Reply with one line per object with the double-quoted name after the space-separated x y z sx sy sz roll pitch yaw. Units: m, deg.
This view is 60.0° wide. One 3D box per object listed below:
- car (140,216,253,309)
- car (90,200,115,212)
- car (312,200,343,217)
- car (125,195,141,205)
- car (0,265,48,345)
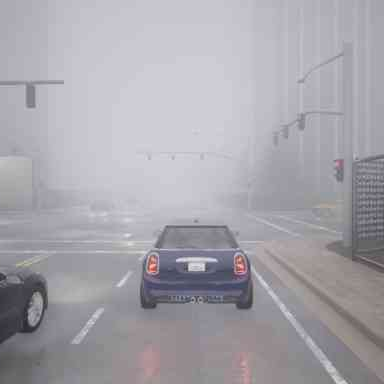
0.096 1.352 8.028 2.097 1.767 4.553 0 0 0 "car"
-10.515 1.601 39.196 1.895 1.301 4.718 0 0 0 "car"
13.330 1.422 29.747 5.008 1.535 1.882 0 0 0 "car"
-10.443 1.351 58.863 2.097 1.767 4.553 0 0 0 "car"
-3.431 1.505 3.903 1.837 1.490 4.892 0 0 0 "car"
